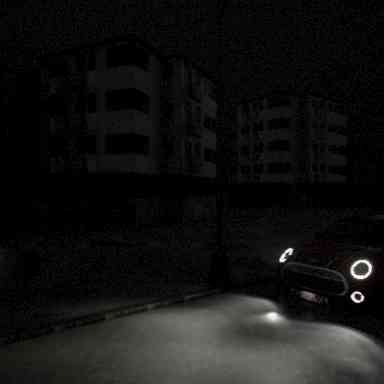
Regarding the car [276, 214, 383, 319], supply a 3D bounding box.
[{"bbox_3d":[3.974,1.323,7.432,4.553,1.767,2.097,0,0,-35],"label":"car"}]
